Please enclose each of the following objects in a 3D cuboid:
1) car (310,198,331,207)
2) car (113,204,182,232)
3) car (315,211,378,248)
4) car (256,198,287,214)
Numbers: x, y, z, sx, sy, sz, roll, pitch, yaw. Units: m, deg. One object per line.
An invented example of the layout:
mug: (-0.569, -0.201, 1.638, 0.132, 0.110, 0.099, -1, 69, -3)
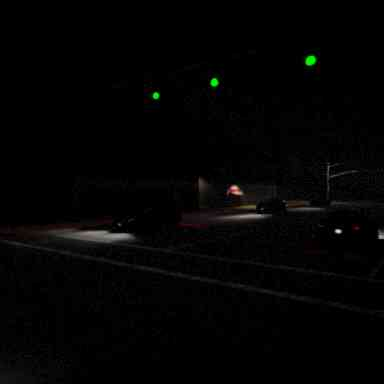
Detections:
car: (18.831, 1.550, 48.808, 1.895, 1.301, 4.718, 0, 0, 36)
car: (-2.487, 1.461, 19.843, 1.812, 1.442, 4.674, 0, 1, 38)
car: (6.987, 1.535, 14.848, 1.994, 1.385, 4.181, 0, 0, 36)
car: (8.322, 1.407, 34.620, 2.128, 1.511, 4.902, 0, 0, 36)
